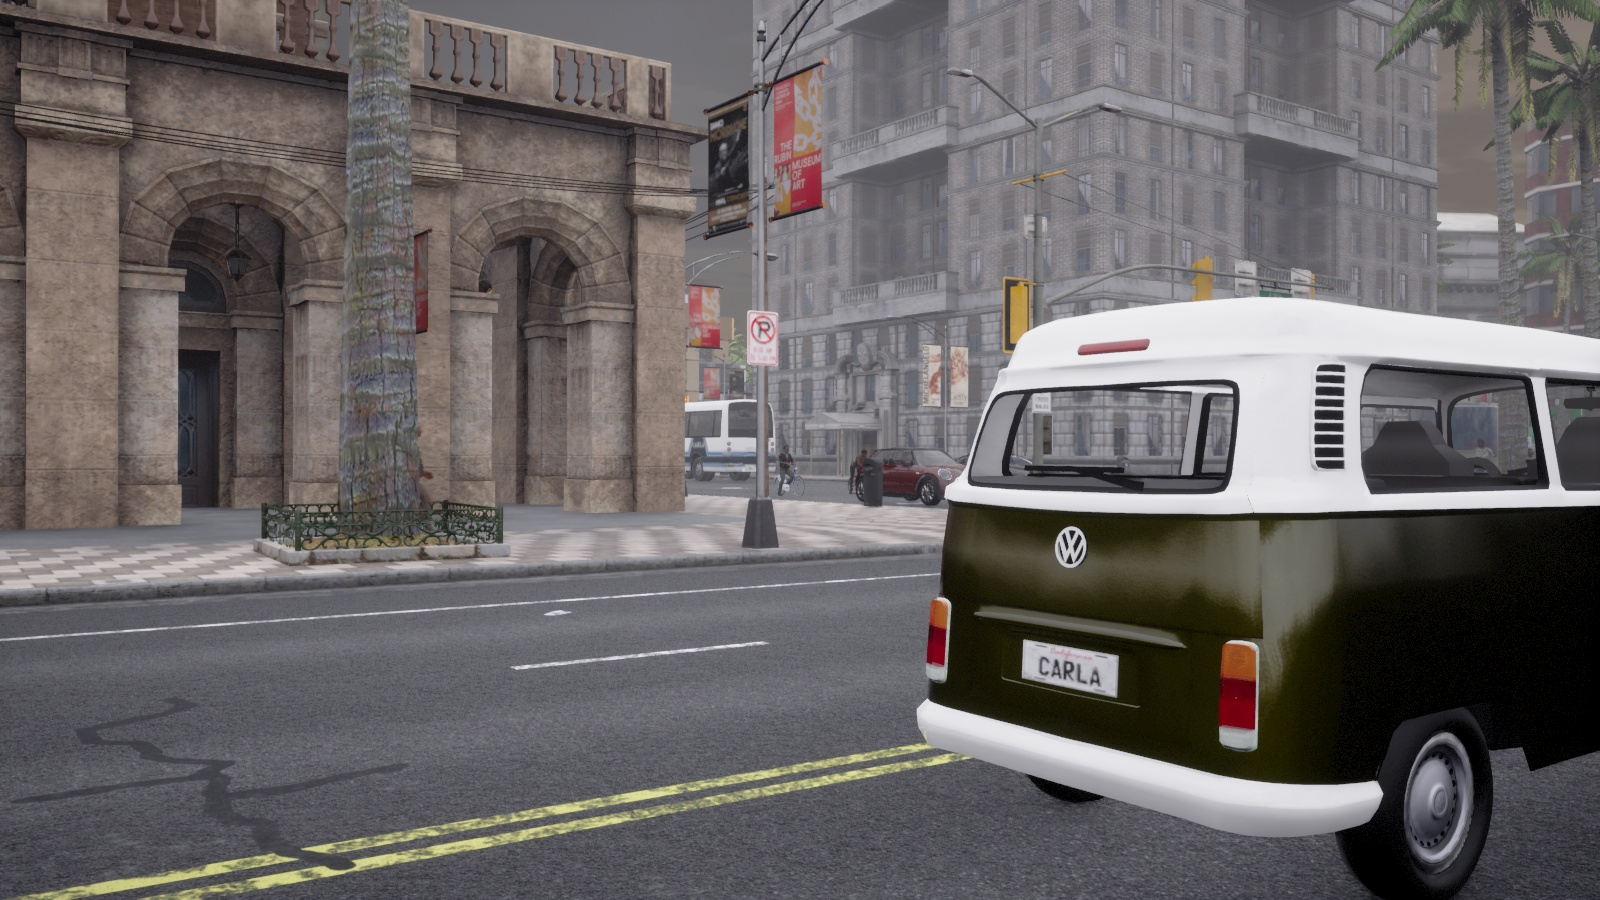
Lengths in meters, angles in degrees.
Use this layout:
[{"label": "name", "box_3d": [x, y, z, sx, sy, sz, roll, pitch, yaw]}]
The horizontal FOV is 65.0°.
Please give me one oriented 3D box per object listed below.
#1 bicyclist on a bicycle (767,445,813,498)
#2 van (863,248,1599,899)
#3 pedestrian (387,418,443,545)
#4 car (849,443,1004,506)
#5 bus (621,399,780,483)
[{"label": "bicyclist on a bicycle", "box_3d": [-0.353, 0.721, 42.982, 0.659, 1.776, 1.843, 0, 0, -35]}, {"label": "van", "box_3d": [2.684, 0.476, 5.517, 4.480, 2.038, 2.069, 0, 0, -35]}, {"label": "pedestrian", "box_3d": [-5.714, 0.459, 18.619, 0.694, 1.848, 0.540, 0, 0, -29]}, {"label": "car", "box_3d": [3.674, 0.687, 37.230, 2.097, 1.767, 4.553, 0, 0, -35]}, {"label": "bus", "box_3d": [-5.665, -0.451, 68.777, 3.944, 4.253, 10.273, 0, 0, -36]}]
